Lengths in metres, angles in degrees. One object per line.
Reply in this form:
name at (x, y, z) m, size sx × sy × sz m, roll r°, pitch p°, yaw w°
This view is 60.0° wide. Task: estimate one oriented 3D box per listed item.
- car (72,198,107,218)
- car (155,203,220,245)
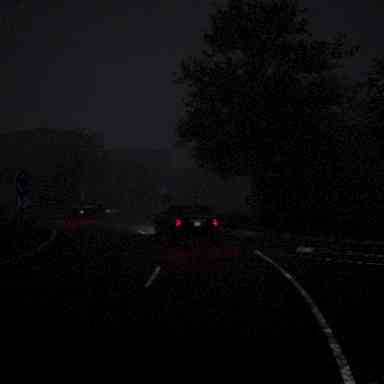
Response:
car at (-8.373, 1.268, 27.374) m, size 2.128 × 1.511 × 4.902 m, roll 0°, pitch 0°, yaw -3°
car at (-0.345, 1.289, 15.398) m, size 2.097 × 1.767 × 4.553 m, roll 1°, pitch 0°, yaw -16°
